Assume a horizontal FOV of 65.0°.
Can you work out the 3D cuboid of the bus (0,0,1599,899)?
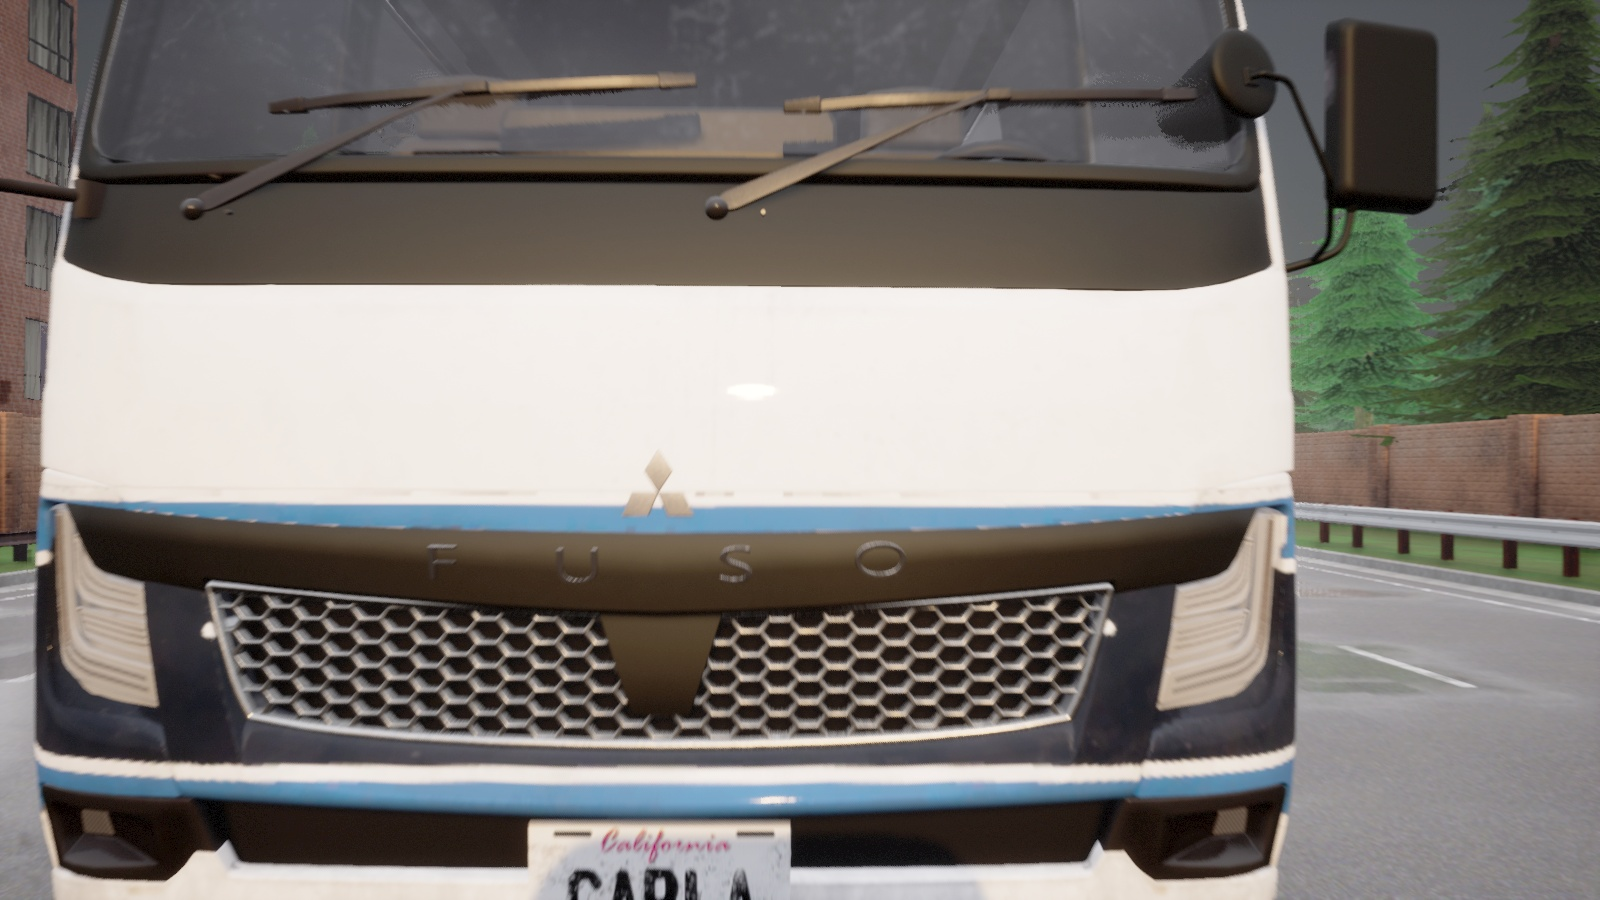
[{"bbox_3d":[-0.388,-0.453,7.436,3.944,4.253,10.273,0,0,-1],"label":"bus"}]
